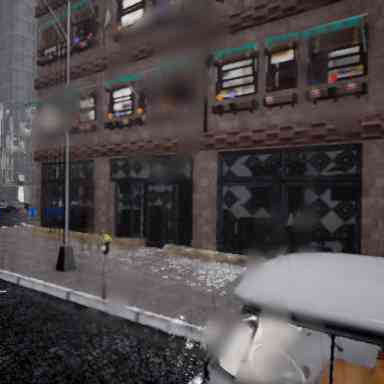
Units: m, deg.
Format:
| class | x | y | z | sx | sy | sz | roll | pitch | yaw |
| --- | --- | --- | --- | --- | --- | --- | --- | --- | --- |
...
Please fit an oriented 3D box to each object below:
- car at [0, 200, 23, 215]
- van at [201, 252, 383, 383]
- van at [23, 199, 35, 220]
| class | x | y | z | sx | sy | sz | roll | pitch | yaw |
| --- | --- | --- | --- | --- | --- | --- | --- | --- | --- |
| car | -16.732 | 1.394 | 29.538 | 1.947 | 1.339 | 4.313 | 1 | 1 | 35 |
| van | 1.849 | 1.343 | 1.539 | 3.998 | 1.788 | 1.690 | 0 | 1 | 36 |
| van | -9.900 | 1.314 | 24.678 | 1.690 | 1.788 | 3.998 | 1 | 1 | 35 |
